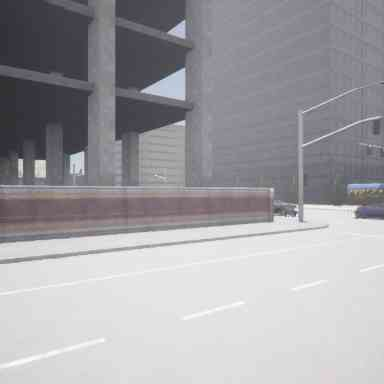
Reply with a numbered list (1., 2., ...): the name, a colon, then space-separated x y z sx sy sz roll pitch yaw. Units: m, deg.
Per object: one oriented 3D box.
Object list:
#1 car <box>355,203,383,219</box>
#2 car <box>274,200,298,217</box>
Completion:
1. car: 15.565 1.564 27.065 1.994 1.385 4.181 0 0 -36
2. car: 7.946 1.491 31.595 2.128 1.511 4.902 0 0 -36
